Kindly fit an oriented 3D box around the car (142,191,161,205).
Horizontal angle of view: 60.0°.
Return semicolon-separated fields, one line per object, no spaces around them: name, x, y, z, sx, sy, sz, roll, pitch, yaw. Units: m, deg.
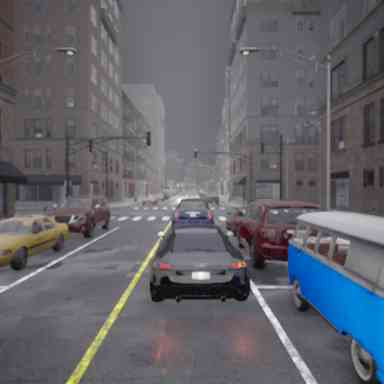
car;-5.405;0.916;43.139;1.752;1.417;4.829;0;1;0

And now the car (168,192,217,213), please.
car;0.054;1.096;18.067;2.097;1.767;4.553;0;1;0

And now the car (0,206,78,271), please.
car;-5.397;1.377;10.455;1.752;1.417;4.829;0;1;0

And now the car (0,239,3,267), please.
car;-5.397;1.244;4.946;2.192;1.841;5.009;0;1;0

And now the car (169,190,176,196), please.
car;-5.375;0.229;92.472;1.752;1.417;4.829;0;1;0

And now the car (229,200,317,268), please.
car;2.641;1.164;10.620;2.192;1.841;5.009;0;1;0

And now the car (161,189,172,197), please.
car;-5.394;0.474;59.750;2.192;1.841;5.009;0;1;0

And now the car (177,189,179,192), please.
car;-5.378;0.092;87.158;2.192;1.841;5.009;0;1;0

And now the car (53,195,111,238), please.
car;-5.396;1.084;16.301;2.192;1.841;5.009;0;1;0

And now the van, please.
van;2.639;1.270;4.942;1.690;1.788;3.998;0;1;0

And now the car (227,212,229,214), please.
car;2.642;1.351;16.302;1.802;1.307;4.206;0;1;0

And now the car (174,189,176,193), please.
car;-5.385;0.481;76.198;2.008;1.369;4.403;0;1;0

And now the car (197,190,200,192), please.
car;2.656;0.557;70.714;2.008;1.369;4.403;0;1;0

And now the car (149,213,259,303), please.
car;0.100;1.450;8.015;1.994;1.385;4.181;0;1;-2

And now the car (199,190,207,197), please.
car;2.658;0.294;81.676;1.967;1.590;4.097;0;1;0

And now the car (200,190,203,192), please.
car;2.651;0.786;54.270;2.008;1.369;4.403;0;1;0

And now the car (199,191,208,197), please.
car;2.657;0.481;76.195;2.008;1.369;4.403;0;1;0

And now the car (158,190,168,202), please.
car;-5.398;0.763;54.101;1.752;1.417;4.829;0;1;0

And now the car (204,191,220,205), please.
car;2.649;0.940;43.307;2.008;1.369;4.403;0;1;0

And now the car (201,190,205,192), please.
car;2.650;0.857;48.788;1.887;1.381;4.507;0;1;0
